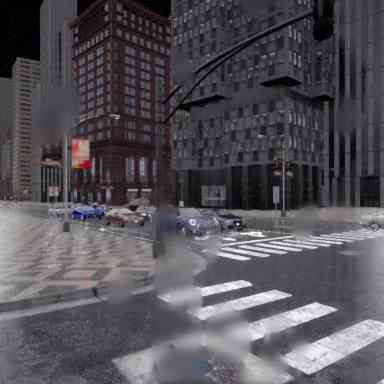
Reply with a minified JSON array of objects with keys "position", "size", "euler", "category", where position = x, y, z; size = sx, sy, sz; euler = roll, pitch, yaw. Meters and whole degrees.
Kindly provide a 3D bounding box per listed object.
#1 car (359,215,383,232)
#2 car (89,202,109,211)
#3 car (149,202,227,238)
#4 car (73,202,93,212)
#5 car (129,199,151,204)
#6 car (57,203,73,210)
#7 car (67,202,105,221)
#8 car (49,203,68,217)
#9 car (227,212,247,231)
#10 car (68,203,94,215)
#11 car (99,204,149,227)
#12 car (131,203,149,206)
[{"position":[12.451,1.673,19.534],"size":[4.718,1.301,1.895],"euler":[-2,-2,30],"category":"car"},{"position":[-16.712,2.542,59.439],"size":[1.882,1.535,5.008],"euler":[0,-1,-36],"category":"car"},{"position":[-0.383,1.636,19.594],"size":[2.097,1.767,4.553],"euler":[0,-1,-35],"category":"car"},{"position":[-18.586,2.549,56.472],"size":[1.837,1.490,4.892],"euler":[0,-1,-36],"category":"car"},{"position":[-7.537,1.981,46.654],"size":[2.150,2.045,5.566],"euler":[0,-2,-36],"category":"car"},{"position":[-24.986,2.852,65.388],"size":[1.895,1.301,4.718],"euler":[0,-1,-36],"category":"car"},{"position":[-10.928,2.104,34.326],"size":[1.882,1.535,5.008],"euler":[0,-1,-36],"category":"car"},{"position":[-16.697,2.417,42.417],"size":[1.895,1.301,4.718],"euler":[0,-1,-35],"category":"car"},{"position":[1.691,1.861,22.312],"size":[1.994,1.385,4.181],"euler":[0,-1,-36],"category":"car"},{"position":[-15.589,2.353,46.477],"size":[2.128,1.511,4.902],"euler":[0,-1,-35],"category":"car"},{"position":[-5.534,1.976,26.808],"size":[1.812,1.442,4.674],"euler":[0,-1,-36],"category":"car"},{"position":[-3.489,1.969,29.530],"size":[1.837,1.490,4.892],"euler":[0,-1,-35],"category":"car"}]
